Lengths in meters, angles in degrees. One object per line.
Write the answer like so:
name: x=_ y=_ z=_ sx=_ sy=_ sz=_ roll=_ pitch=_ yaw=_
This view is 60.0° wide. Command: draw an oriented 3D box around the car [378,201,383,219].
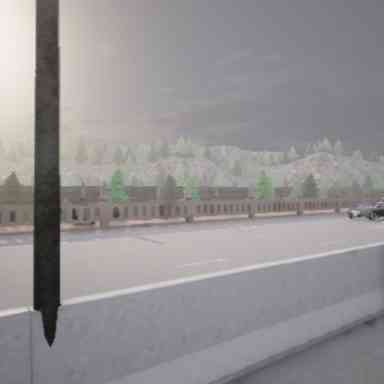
car: x=15.910 y=1.547 z=23.858 sx=5.357 sy=1.411 sz=2.033 roll=0 pitch=0 yaw=-34

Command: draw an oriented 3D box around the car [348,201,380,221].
car: x=14.713 y=1.491 z=27.210 sx=4.902 sy=1.511 sz=2.128 roll=0 pitch=0 yaw=-34
